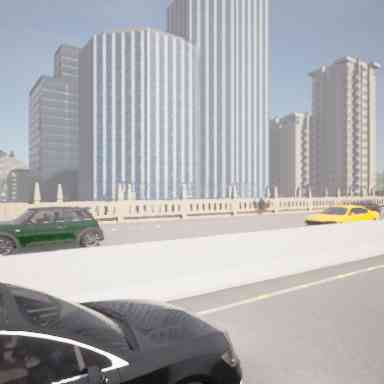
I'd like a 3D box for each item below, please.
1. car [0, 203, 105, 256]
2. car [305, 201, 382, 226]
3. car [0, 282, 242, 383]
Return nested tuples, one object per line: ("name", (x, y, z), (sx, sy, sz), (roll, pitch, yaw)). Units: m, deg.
("car", (-5.790, 1.348, 12.731), (4.553, 1.767, 2.097), (0, 0, -35))
("car", (8.243, 1.452, 18.207), (5.008, 1.535, 1.882), (0, 0, -34))
("car", (-1.764, 1.505, 2.487), (4.892, 1.490, 1.837), (0, 0, -35))
